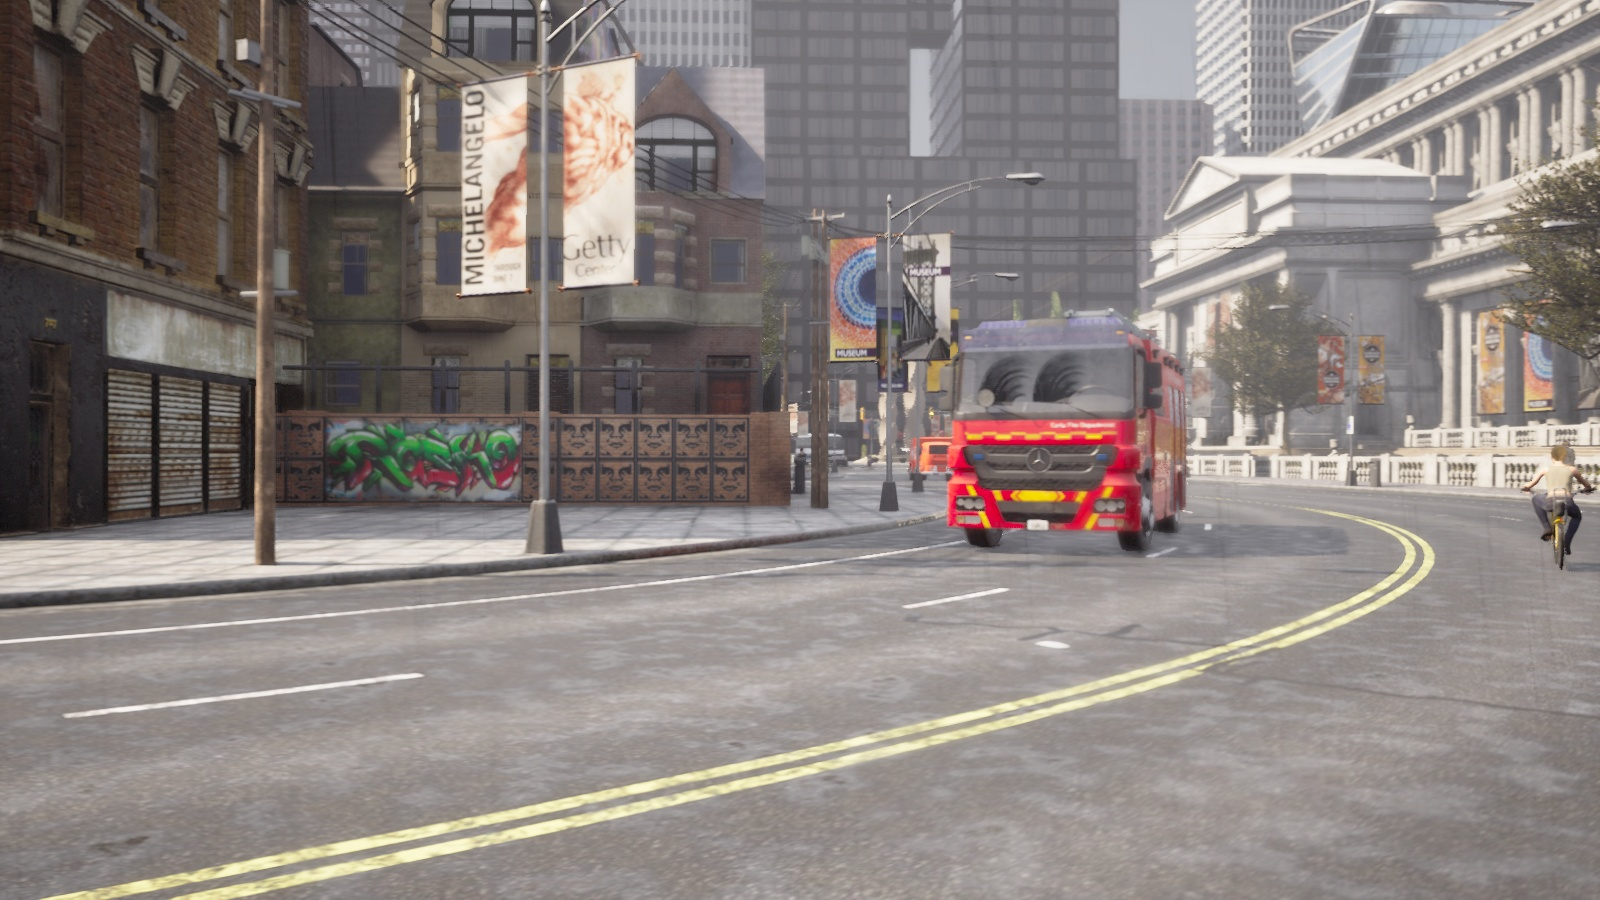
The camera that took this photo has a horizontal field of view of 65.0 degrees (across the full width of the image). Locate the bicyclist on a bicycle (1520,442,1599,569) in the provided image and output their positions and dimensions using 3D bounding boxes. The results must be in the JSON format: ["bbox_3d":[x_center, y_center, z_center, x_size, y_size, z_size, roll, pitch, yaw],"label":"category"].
[{"bbox_3d":[10.155,0.710,16.791,0.866,1.612,1.509,-1,0,28],"label":"bicyclist on a bicycle"}]

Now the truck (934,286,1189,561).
[{"bbox_3d":[4.918,-0.360,21.967,2.891,3.827,8.468,0,0,22],"label":"truck"}]

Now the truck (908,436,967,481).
[{"bbox_3d":[7.768,0.475,71.489,2.627,2.467,5.204,0,0,-2],"label":"truck"}]

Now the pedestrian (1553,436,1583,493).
[{"bbox_3d":[24.866,0.469,40.660,0.540,1.848,0.694,0,0,0],"label":"pedestrian"}]
